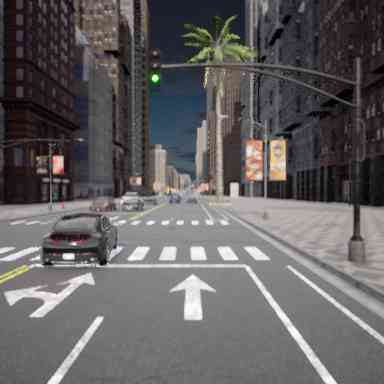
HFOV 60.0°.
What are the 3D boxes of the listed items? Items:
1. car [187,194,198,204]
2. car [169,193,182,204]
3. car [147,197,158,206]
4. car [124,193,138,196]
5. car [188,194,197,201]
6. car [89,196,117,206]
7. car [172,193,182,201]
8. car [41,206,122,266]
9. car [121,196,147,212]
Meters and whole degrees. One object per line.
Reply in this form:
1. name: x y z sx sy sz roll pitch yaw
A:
1. car: 0.019 1.444 61.598 2.033 1.411 5.357 0 0 0
2. car: -3.230 1.422 62.015 1.812 1.442 4.674 0 0 0
3. car: -6.542 1.448 53.397 2.033 1.411 5.357 0 0 0
4. car: -9.789 1.124 53.171 2.150 2.045 5.566 0 0 0
5. car: 0.023 1.206 72.019 1.882 1.535 5.008 0 0 0
6. car: -9.824 1.274 36.975 2.097 1.767 4.553 0 0 0
7. car: -3.227 1.083 71.990 2.097 1.767 4.553 0 0 0
8. car: -3.667 1.479 11.453 1.837 1.490 4.892 1 1 -7
9. car: -6.574 1.447 37.085 1.812 1.442 4.674 0 0 0
